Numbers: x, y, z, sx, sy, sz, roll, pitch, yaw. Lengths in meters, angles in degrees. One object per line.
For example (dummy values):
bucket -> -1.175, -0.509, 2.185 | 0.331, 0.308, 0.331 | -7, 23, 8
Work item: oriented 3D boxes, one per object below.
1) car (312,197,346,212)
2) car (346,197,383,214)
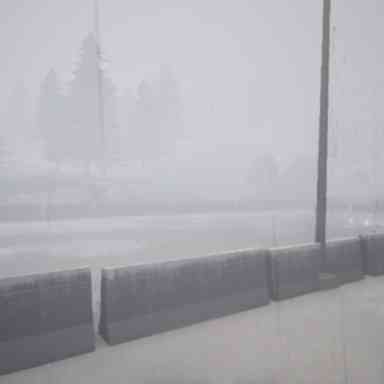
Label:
car -> 14.528, 1.282, 34.778 | 4.674, 1.442, 1.812 | 0, 1, -33
car -> 17.692, 1.262, 32.674 | 5.008, 1.535, 1.882 | 0, 1, -33
